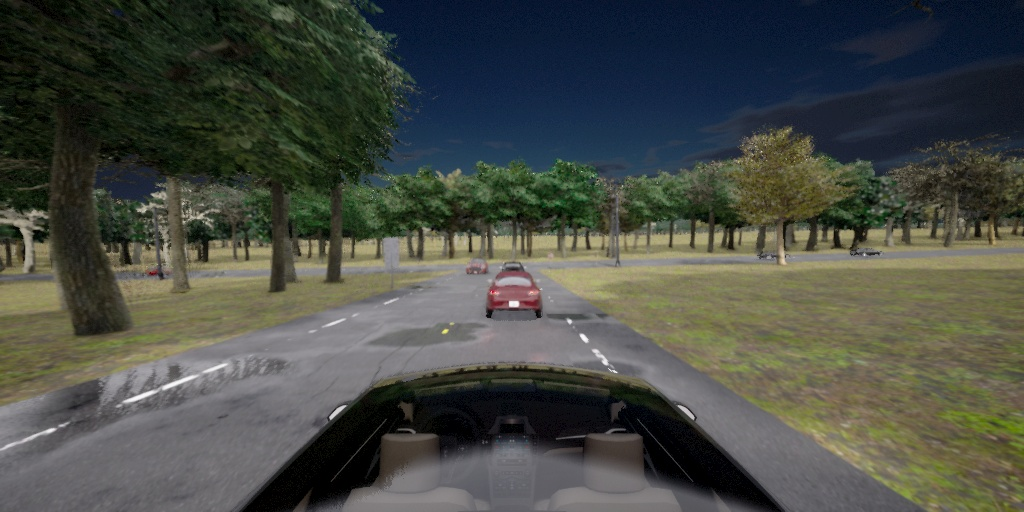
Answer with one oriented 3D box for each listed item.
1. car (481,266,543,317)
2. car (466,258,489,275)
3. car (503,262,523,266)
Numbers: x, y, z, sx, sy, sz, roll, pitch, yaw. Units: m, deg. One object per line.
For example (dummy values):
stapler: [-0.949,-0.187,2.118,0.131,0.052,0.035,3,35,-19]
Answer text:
car: [0.072,1.252,12.950,1.812,1.442,4.674,0,0,0]
car: [-3.570,1.008,37.476,2.097,1.767,4.553,0,0,0]
car: [0.068,1.191,27.316,1.837,1.490,4.892,0,0,0]
